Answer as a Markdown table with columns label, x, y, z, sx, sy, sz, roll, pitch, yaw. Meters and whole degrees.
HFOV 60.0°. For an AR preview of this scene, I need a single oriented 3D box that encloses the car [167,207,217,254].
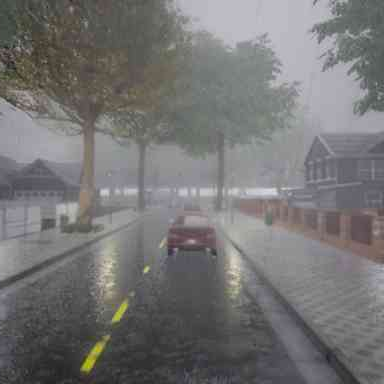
| label | x | y | z | sx | sy | sz | roll | pitch | yaw |
| --- | --- | --- | --- | --- | --- | --- | --- | --- | --- |
| car | 0.019 | 1.621 | 14.263 | 1.882 | 1.535 | 5.008 | 0 | 0 | 0 |

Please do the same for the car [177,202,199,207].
| label | x | y | z | sx | sy | sz | roll | pitch | yaw |
| --- | --- | --- | --- | --- | --- | --- | --- | --- | --- |
| car | 0.013 | 1.823 | 28.488 | 1.994 | 1.385 | 4.181 | 0 | 0 | 0 |

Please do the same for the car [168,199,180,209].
| label | x | y | z | sx | sy | sz | roll | pitch | yaw |
| --- | --- | --- | --- | --- | --- | --- | --- | --- | --- |
| car | -2.778 | 1.874 | 53.545 | 2.128 | 1.511 | 4.902 | 0 | 0 | 0 |
